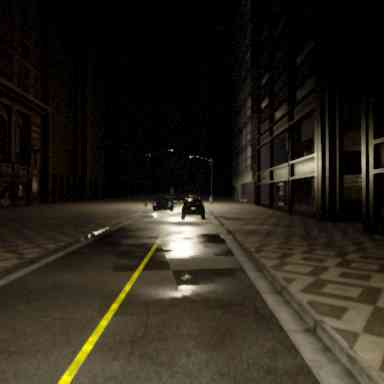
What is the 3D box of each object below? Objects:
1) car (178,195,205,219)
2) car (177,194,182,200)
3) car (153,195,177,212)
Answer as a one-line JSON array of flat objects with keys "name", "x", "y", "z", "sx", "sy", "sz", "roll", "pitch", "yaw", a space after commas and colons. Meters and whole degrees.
[{"name": "car", "x": 0.103, "y": 1.345, "z": 28.580, "sx": 2.033, "sy": 1.649, "sz": 4.856, "roll": 0, "pitch": 1, "yaw": 0}, {"name": "car", "x": -2.985, "y": 1.208, "z": 77.110, "sx": 2.033, "sy": 1.411, "sz": 5.357, "roll": 0, "pitch": 0, "yaw": 0}, {"name": "car", "x": -3.085, "y": 1.242, "z": 36.618, "sx": 2.097, "sy": 1.767, "sz": 4.553, "roll": 0, "pitch": 0, "yaw": 0}]
